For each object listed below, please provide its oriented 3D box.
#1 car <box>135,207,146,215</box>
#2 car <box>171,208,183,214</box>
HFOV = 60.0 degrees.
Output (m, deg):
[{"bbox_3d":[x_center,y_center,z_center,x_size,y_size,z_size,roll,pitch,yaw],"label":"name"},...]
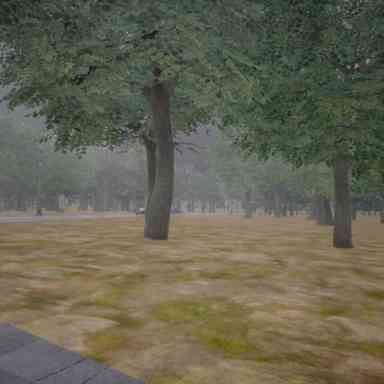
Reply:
[{"bbox_3d":[-8.510,3.564,61.203,1.812,1.442,4.674,0,-3,29],"label":"car"},{"bbox_3d":[-3.874,3.968,69.944,2.033,1.411,5.357,0,-3,28],"label":"car"}]
